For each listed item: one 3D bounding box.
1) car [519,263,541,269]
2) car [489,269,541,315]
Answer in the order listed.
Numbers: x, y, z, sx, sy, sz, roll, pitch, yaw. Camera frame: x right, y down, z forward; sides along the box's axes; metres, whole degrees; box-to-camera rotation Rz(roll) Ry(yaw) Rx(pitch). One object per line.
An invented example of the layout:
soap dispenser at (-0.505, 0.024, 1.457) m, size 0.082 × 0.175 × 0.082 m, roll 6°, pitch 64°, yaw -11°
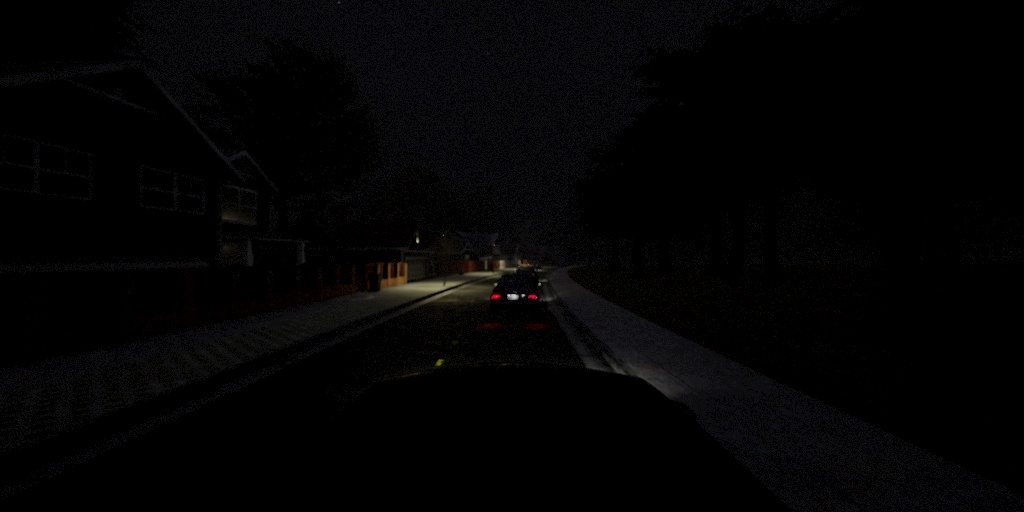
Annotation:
car at (1.210, 1.576, 30.090) m, size 1.994 × 1.385 × 4.181 m, roll 0°, pitch 0°, yaw 6°
car at (0.190, 1.416, 14.296) m, size 2.033 × 1.411 × 5.357 m, roll 0°, pitch -1°, yaw 3°
